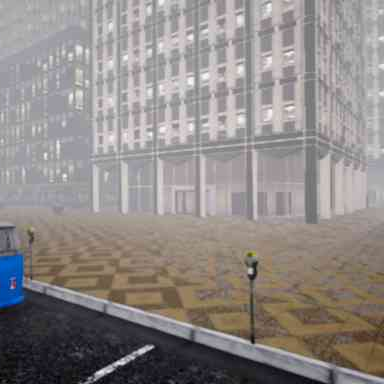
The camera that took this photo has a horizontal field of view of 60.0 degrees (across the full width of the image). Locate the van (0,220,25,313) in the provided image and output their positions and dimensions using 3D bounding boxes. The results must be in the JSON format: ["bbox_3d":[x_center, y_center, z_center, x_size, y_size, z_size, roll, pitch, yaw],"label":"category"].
[{"bbox_3d":[-4.896,1.350,6.377,3.998,1.788,1.690,0,-1,36],"label":"van"}]
